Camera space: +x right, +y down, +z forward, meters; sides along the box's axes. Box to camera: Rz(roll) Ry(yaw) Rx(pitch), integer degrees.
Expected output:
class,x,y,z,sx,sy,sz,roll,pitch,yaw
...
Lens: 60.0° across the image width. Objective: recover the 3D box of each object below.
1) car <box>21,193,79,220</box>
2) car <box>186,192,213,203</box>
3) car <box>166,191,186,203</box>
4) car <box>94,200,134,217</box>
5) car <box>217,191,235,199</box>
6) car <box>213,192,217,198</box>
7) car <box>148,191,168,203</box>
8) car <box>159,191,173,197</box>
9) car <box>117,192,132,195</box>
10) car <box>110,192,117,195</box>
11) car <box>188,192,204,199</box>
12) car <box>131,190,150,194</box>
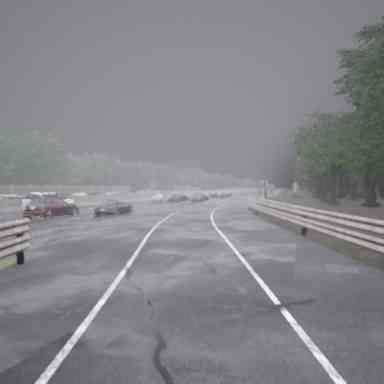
class,x,y,z,sx,sy,sz,roll,pitch,yaw
car,-11.222,1.244,26.885,2.097,1.767,4.553,0,1,18
car,1.327,1.018,54.057,2.033,1.411,5.357,0,1,18
car,-1.998,0.974,55.151,2.128,1.511,4.902,0,1,18
car,-6.765,1.394,29.260,1.994,1.385,4.181,0,1,18
car,7.552,0.720,73.136,1.812,1.442,4.674,0,1,18
car,4.848,0.704,76.126,1.812,1.442,4.674,0,1,18
car,-5.326,1.020,56.230,1.812,1.442,4.674,0,1,18
car,-7.383,0.570,95.056,2.128,1.511,4.902,0,1,18
car,-15.492,0.790,81.492,2.128,1.511,4.902,0,1,18
car,-18.913,0.820,82.289,2.033,1.411,5.357,0,1,18
car,0.898,0.759,75.309,2.033,1.411,5.357,0,1,18
car,-12.164,0.806,80.406,1.994,1.385,4.181,0,1,18
